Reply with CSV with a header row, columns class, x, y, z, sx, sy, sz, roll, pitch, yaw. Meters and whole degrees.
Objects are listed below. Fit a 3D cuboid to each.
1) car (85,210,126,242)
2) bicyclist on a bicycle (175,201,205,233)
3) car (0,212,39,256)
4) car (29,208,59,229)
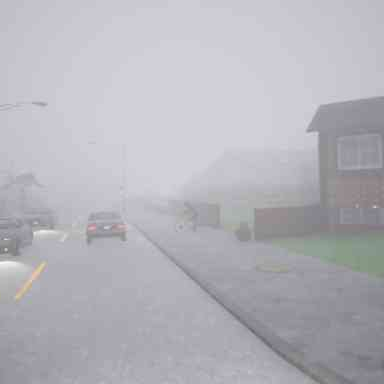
class,x,y,z,sx,sy,sz,roll,pitch,yaw
car,-4.427,1.630,17.006,2.033,1.411,5.357,-2,0,-16
bicyclist on a bicycle,-0.105,1.302,17.079,1.656,1.620,0.582,-2,0,-16
car,-7.807,1.758,13.504,1.994,1.385,4.181,-2,0,-16
car,-10.511,1.811,23.114,1.994,1.385,4.181,-2,0,-15
